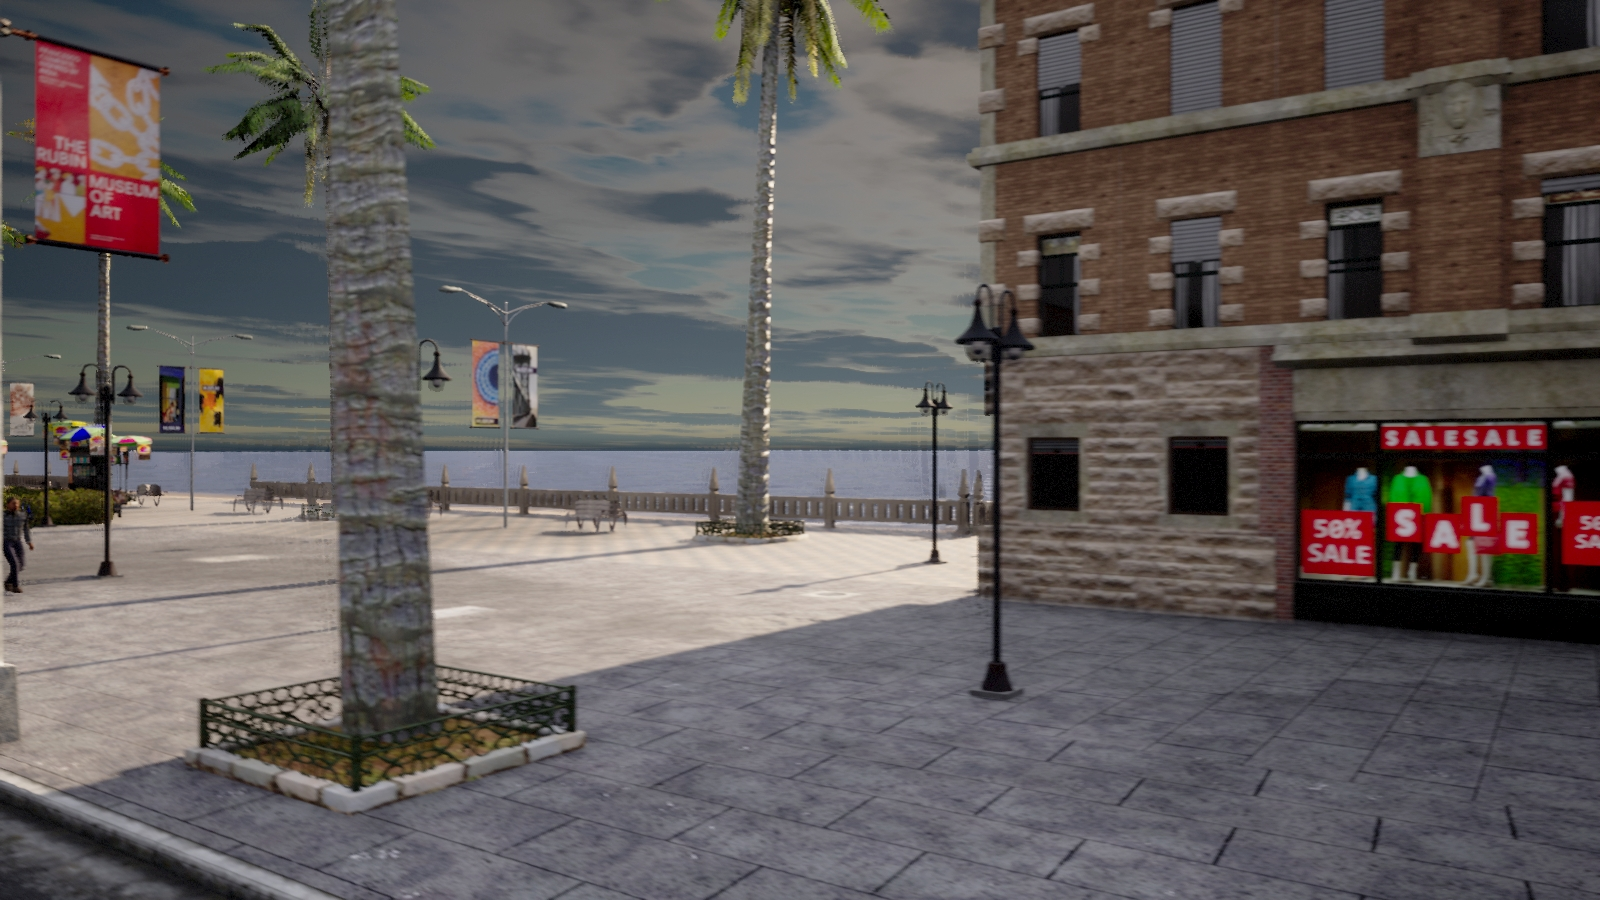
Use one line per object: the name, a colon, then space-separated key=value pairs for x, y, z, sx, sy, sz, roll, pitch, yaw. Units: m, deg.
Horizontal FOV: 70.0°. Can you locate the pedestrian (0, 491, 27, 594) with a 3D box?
pedestrian: x=-14.537 y=1.696 z=21.035 sx=0.375 sy=1.860 sz=0.375 roll=0 pitch=0 yaw=28
